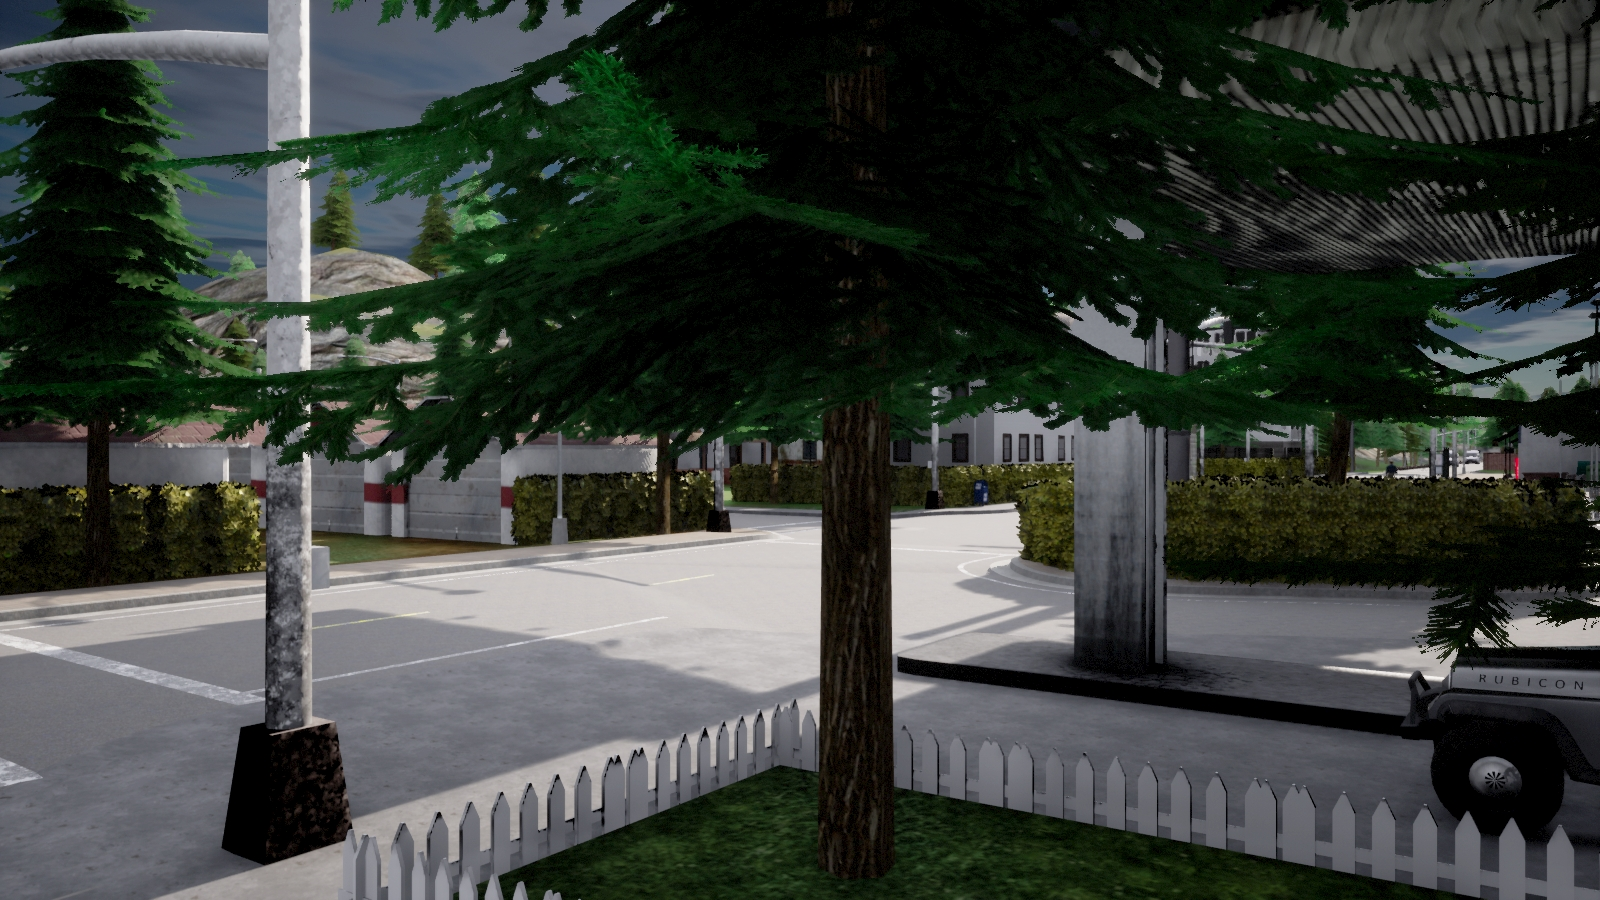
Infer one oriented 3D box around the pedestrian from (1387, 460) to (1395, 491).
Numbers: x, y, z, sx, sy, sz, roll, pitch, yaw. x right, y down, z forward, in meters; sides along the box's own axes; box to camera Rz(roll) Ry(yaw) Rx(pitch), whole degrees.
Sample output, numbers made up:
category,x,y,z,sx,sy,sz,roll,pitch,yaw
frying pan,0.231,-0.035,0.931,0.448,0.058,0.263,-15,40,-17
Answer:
category,x,y,z,sx,sy,sz,roll,pitch,yaw
pedestrian,35.315,1.502,68.307,0.375,1.860,0.375,0,0,34
